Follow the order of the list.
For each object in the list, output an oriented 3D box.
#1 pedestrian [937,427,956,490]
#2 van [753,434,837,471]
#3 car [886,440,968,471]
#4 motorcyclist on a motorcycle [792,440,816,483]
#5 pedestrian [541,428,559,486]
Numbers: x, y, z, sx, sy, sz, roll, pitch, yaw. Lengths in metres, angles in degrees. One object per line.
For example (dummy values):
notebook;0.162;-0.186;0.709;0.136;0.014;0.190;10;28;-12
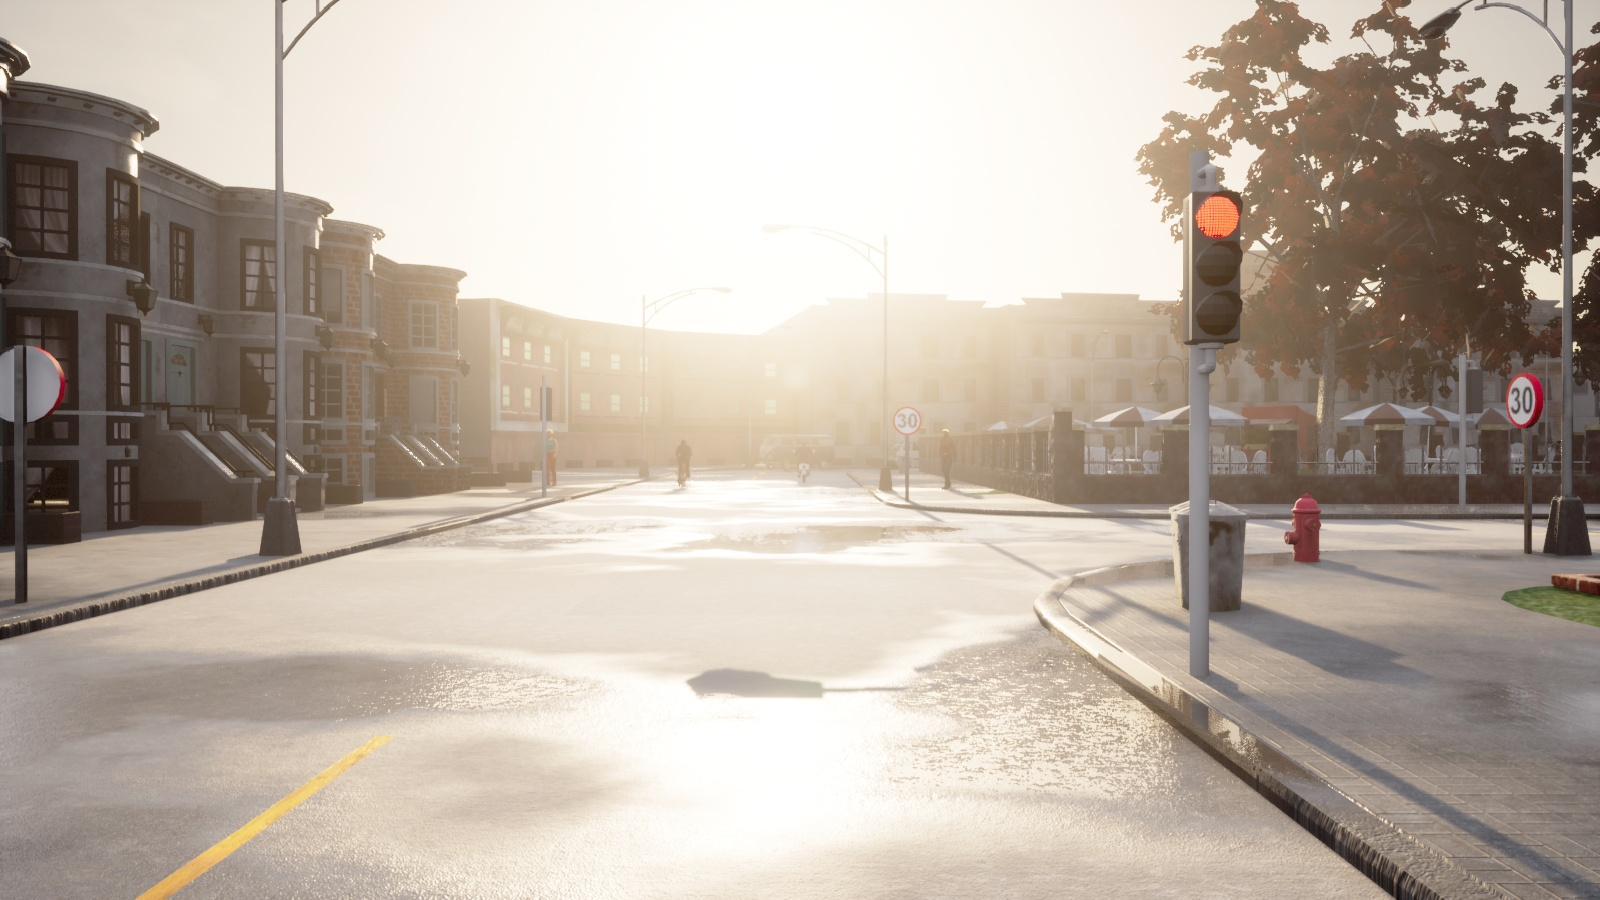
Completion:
pedestrian;4.340;0.250;37.213;0.331;1.846;0.636;0;0;31
van;-0.243;0.113;68.647;4.442;1.987;1.775;0;0;-37
car;6.816;0.271;67.396;3.988;1.617;1.851;0;0;-14
motorcyclist on a motorcycle;0.156;0.430;47.883;0.866;1.590;1.817;0;0;0
pedestrian;-8.039;0.222;40.385;0.345;1.836;0.594;0;0;19
